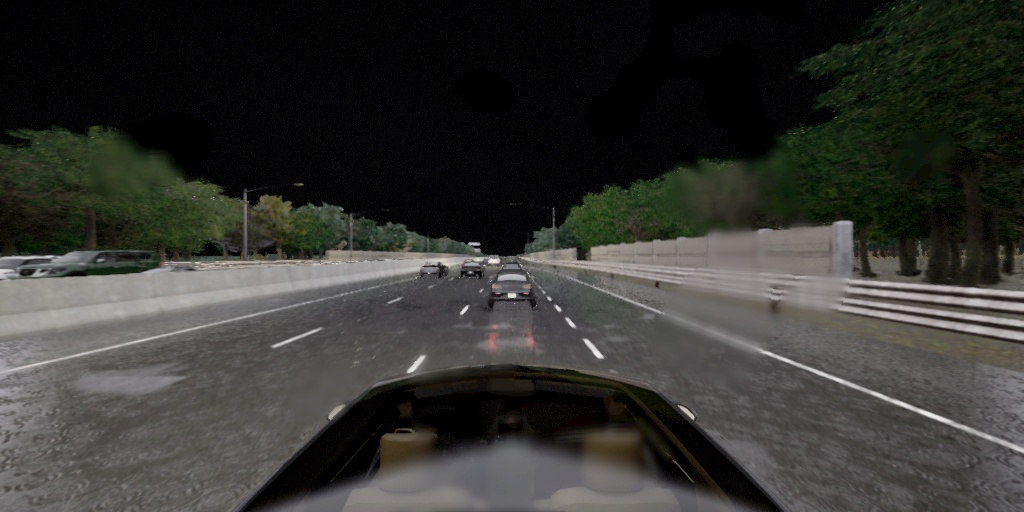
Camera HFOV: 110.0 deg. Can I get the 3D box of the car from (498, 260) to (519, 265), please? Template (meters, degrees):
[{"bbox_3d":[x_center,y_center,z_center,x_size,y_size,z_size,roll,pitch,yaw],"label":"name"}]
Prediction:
[{"bbox_3d":[0.001,1.296,32.671,1.994,1.385,4.181,0,0,0],"label":"car"}]

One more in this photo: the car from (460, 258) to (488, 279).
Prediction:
[{"bbox_3d":[-3.501,1.210,32.696,1.882,1.535,5.008,0,0,0],"label":"car"}]

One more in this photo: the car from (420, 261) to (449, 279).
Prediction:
[{"bbox_3d":[-7.000,1.224,32.685,2.128,1.511,4.902,0,0,0],"label":"car"}]

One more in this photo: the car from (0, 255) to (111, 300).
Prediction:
[{"bbox_3d":[-24.500,0.990,18.164,2.150,2.045,5.566,0,0,0],"label":"car"}]

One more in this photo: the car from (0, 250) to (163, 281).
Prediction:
[{"bbox_3d":[-21.000,0.690,18.174,2.150,2.045,5.566,0,0,0],"label":"car"}]

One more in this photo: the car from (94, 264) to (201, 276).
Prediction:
[{"bbox_3d":[-17.500,1.276,18.201,1.812,1.442,4.674,0,0,0],"label":"car"}]

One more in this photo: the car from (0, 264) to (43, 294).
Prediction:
[{"bbox_3d":[-28.000,1.245,18.201,1.882,1.535,5.008,0,0,0],"label":"car"}]

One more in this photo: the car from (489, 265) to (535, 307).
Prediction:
[{"bbox_3d":[0.001,1.275,15.437,1.812,1.442,4.674,0,0,0],"label":"car"}]

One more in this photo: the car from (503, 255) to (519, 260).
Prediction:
[{"bbox_3d":[-0.001,0.936,58.579,2.150,2.045,5.566,0,0,0],"label":"car"}]
